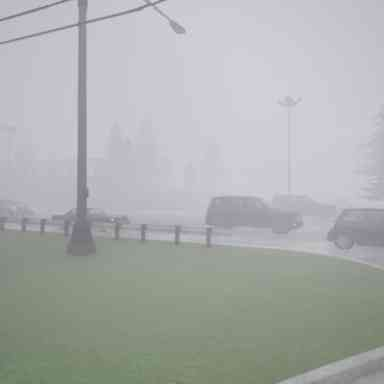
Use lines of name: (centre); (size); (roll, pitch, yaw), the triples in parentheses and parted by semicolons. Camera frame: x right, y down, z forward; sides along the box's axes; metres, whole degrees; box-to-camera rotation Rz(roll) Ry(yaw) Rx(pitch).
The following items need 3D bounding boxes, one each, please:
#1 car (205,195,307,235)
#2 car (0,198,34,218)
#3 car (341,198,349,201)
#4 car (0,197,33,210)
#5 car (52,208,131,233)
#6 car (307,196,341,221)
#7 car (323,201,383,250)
car: (3.475, 1.266, 19.252); (5.566, 2.045, 2.150); (0, 0, 26)
car: (-15.702, 1.350, 28.406); (4.553, 1.767, 2.097); (0, 0, 26)
car: (22.659, 1.649, 50.063); (2.128, 1.511, 4.902); (1, 0, 38)
car: (-23.544, 1.477, 43.786); (5.008, 1.535, 1.882); (0, 0, 26)
car: (-6.009, 1.615, 19.900); (4.718, 1.301, 1.895); (0, 0, 26)
car: (9.334, 1.300, 28.091); (5.566, 2.045, 2.150); (0, 0, 26)
car: (7.854, 1.401, 13.285); (4.553, 1.767, 2.097); (0, 0, 25)
